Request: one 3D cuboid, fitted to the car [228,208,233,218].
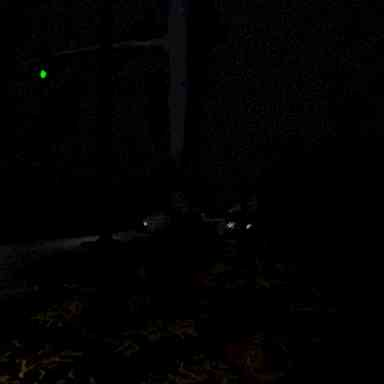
[{"bbox_3d":[4.842,1.520,28.758,1.812,1.442,4.674,0,0,35],"label":"car"}]

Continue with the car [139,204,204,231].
[{"bbox_3d":[-1.142,1.486,20.296,2.128,1.511,4.902,0,0,35],"label":"car"}]
